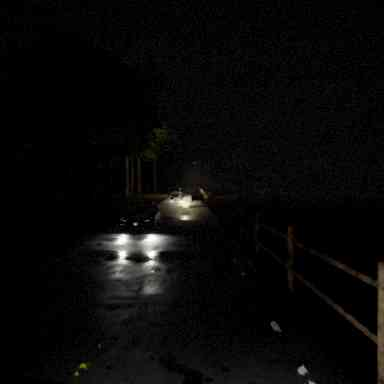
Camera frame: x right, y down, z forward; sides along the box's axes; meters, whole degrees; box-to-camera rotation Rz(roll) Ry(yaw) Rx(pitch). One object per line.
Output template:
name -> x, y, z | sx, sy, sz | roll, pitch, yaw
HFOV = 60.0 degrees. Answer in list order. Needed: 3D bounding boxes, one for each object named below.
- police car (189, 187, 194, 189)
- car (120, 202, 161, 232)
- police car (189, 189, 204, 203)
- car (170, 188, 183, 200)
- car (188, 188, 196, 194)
police car -> 0.821, 0.318, 68.520 | 1.930, 1.638, 5.238 | 0, 2, 0
car -> -2.850, 1.348, 19.176 | 1.837, 1.490, 4.892 | 0, 1, 0
police car -> 0.821, 0.761, 52.522 | 1.930, 1.638, 5.238 | 0, 1, 0
car -> -2.784, 0.355, 60.436 | 2.150, 2.045, 5.566 | 0, 2, 1
car -> -0.005, -0.296, 87.155 | 2.033, 1.411, 5.357 | 0, 2, 0
